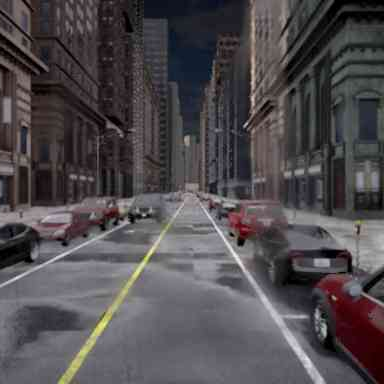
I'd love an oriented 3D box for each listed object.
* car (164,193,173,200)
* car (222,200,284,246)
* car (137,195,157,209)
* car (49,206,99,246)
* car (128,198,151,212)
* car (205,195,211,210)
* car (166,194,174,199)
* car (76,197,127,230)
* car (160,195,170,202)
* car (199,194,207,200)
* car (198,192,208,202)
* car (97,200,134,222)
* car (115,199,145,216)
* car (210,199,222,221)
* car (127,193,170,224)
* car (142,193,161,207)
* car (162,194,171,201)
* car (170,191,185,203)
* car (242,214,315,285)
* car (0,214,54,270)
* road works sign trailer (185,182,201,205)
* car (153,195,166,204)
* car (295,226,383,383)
[{"bbox_3d":[-5.777,1.118,81.972,1.967,1.590,4.097,0,0,0],"label":"car"},{"bbox_3d":[2.763,1.255,14.756,2.192,1.841,5.009,0,0,0],"label":"car"},{"bbox_3d":[-5.768,1.269,42.760,1.967,1.590,4.097,0,0,0],"label":"car"},{"bbox_3d":[-5.763,1.522,14.752,1.802,1.307,4.206,0,0,0],"label":"car"},{"bbox_3d":[-5.768,1.417,37.159,1.947,1.339,4.313,0,0,0],"label":"car"},{"bbox_3d":[2.758,1.396,37.166,1.887,1.381,4.507,0,0,0],"label":"car"},{"bbox_3d":[-5.778,1.201,87.574,1.887,1.381,4.507,0,0,0],"label":"car"},{"bbox_3d":[-5.763,1.233,20.353,2.192,1.841,5.009,0,0,0],"label":"car"},{"bbox_3d":[-5.775,1.303,70.769,1.802,1.307,4.206,0,0,0],"label":"car"},{"bbox_3d":[2.748,1.223,81.983,1.887,1.381,4.507,0,0,0],"label":"car"},{"bbox_3d":[2.752,1.182,65.176,1.967,1.590,4.097,0,0,0],"label":"car"},{"bbox_3d":[-5.765,1.422,25.786,1.752,1.417,4.829,0,0,0],"label":"car"},{"bbox_3d":[-5.766,1.424,31.557,2.008,1.369,4.403,0,0,0],"label":"car"},{"bbox_3d":[2.760,1.446,25.962,2.008,1.369,4.403,0,0,0],"label":"car"},{"bbox_3d":[-3.105,1.126,24.272,2.150,2.045,5.566,0,0,0],"label":"car"},{"bbox_3d":[-5.769,1.122,48.361,2.192,1.841,5.009,0,0,0],"label":"car"},{"bbox_3d":[-5.776,1.225,76.201,1.752,1.417,4.829,0,0,0],"label":"car"},{"bbox_3d":[-3.040,1.097,64.241,2.097,1.767,4.553,0,0,1],"label":"car"},{"bbox_3d":[2.764,1.529,9.156,1.947,1.339,4.313,0,0,0],"label":"car"},{"bbox_3d":[-5.762,1.529,9.150,1.947,1.339,4.313,0,0,0],"label":"car"},{"bbox_3d":[-0.011,0.250,53.852,2.380,3.560,2.880,0,0,0],"label":"road works sign trailer"},{"bbox_3d":[-5.772,1.308,59.566,1.887,1.381,4.507,0,0,0],"label":"car"},{"bbox_3d":[2.765,1.425,3.553,1.967,1.590,4.097,0,0,0],"label":"car"}]
